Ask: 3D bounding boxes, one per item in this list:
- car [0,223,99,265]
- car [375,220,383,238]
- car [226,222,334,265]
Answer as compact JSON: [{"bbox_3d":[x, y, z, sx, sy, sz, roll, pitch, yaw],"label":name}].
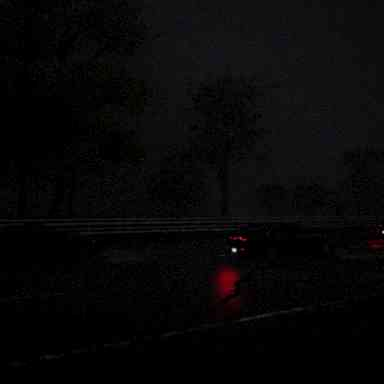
[{"bbox_3d":[-5.911,1.884,12.457,4.674,1.442,1.812,2,-3,-29],"label":"car"},{"bbox_3d":[15.118,2.519,23.570,4.892,1.490,1.837,2,-3,-27],"label":"car"},{"bbox_3d":[3.712,1.997,13.687,4.892,1.490,1.837,2,-3,-28],"label":"car"}]
